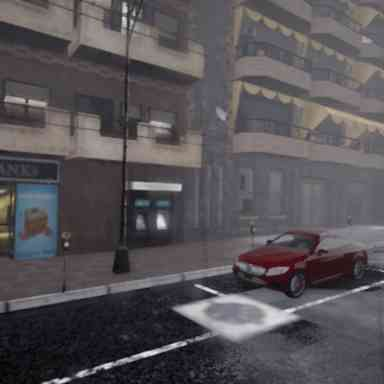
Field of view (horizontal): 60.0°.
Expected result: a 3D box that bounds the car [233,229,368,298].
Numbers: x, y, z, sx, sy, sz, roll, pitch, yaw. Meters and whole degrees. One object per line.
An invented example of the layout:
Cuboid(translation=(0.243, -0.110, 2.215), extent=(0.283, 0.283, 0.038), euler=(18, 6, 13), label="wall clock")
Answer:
Cuboid(translation=(2.967, 1.659, 8.659), extent=(4.206, 1.307, 1.802), euler=(1, 1, -35), label="car")
